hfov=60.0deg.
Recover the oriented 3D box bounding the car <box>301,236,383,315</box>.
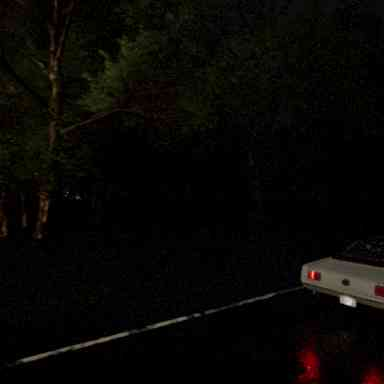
[{"bbox_3d":[4.524,1.607,7.038,4.718,1.301,1.895,0,0,-35],"label":"car"}]
